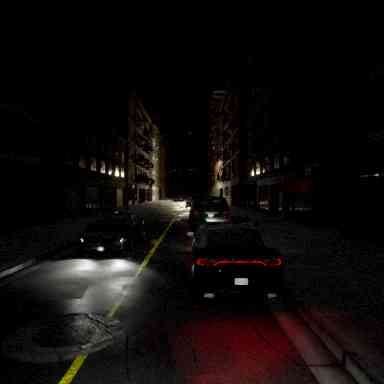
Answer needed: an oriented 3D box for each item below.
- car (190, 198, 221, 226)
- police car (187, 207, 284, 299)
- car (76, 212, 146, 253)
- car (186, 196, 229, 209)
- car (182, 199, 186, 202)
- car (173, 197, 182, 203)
[{"bbox_3d":[0.904,1.361,24.504,2.097,1.767,4.553,0,0,0],"label":"car"},{"bbox_3d":[0.901,1.427,8.644,1.930,1.638,5.238,0,0,0],"label":"police car"},{"bbox_3d":[-3.099,1.551,13.945,2.033,1.411,5.357,0,0,0],"label":"car"},{"bbox_3d":[0.904,1.231,18.565,2.150,2.045,5.566,0,0,0],"label":"car"},{"bbox_3d":[0.032,1.577,46.862,2.033,1.411,5.357,0,0,1],"label":"car"},{"bbox_3d":[-2.985,1.658,70.943,1.895,1.301,4.718,0,0,0],"label":"car"}]
